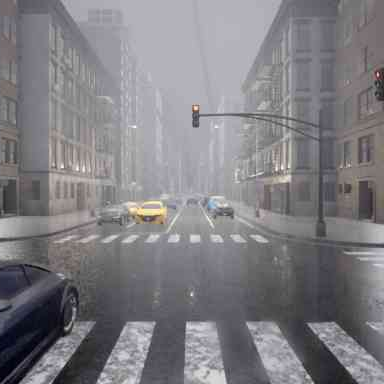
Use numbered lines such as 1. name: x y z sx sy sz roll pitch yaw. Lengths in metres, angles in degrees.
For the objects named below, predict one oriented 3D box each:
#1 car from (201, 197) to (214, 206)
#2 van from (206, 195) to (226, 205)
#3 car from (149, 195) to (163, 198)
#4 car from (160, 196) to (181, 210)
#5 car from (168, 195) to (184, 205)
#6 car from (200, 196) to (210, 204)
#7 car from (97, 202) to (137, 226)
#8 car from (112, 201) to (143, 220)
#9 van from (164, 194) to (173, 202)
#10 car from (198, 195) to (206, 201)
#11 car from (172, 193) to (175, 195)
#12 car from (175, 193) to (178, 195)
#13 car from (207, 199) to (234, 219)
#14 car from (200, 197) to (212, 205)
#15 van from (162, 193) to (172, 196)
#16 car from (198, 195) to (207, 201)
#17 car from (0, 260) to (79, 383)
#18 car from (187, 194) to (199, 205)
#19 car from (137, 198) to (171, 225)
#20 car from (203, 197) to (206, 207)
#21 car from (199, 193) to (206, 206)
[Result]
1. car: 2.611 1.561 55.876 1.947 1.339 4.313 0 0 0
2. van: 2.619 1.338 34.251 1.690 1.788 3.998 0 0 0
3. car: -5.439 1.436 45.057 1.967 1.590 4.097 0 0 0
4. car: -2.875 1.544 42.208 2.033 1.411 5.357 0 0 -1
5. car: -2.787 1.607 58.260 1.994 1.385 4.181 0 0 0
6. car: 2.607 1.521 66.857 1.752 1.417 4.829 0 0 0
7. car: -5.405 1.549 23.432 2.008 1.369 4.403 0 0 0
8. car: -5.414 1.523 28.668 1.752 1.417 4.829 0 0 0
9. van: -5.489 1.336 77.494 1.690 1.788 3.998 0 0 0
10. car: 2.599 1.560 88.313 1.947 1.339 4.313 0 0 0
11. car: -5.480 1.310 72.087 2.192 1.841 5.009 0 0 0
12. car: -5.506 1.545 88.307 2.008 1.369 4.403 0 0 0
13. car: 2.621 1.548 28.844 2.008 1.369 4.403 0 0 0
14. car: 2.609 1.546 61.282 2.008 1.369 4.403 0 0 0
15. van: -5.472 1.336 66.681 1.690 1.788 3.998 0 0 0
16. car: 2.601 1.539 82.907 1.887 1.381 4.507 0 0 0
17. car: -2.853 1.559 3.836 1.994 1.385 4.181 0 0 0
18. car: 0.063 1.500 57.005 1.837 1.490 4.892 0 0 0
19. car: -2.868 1.476 24.342 1.882 1.535 5.008 0 1 0
20. car: 2.617 1.578 39.657 1.802 1.307 4.206 0 0 0
21. car: 2.613 1.311 50.469 2.192 1.841 5.009 0 0 0
